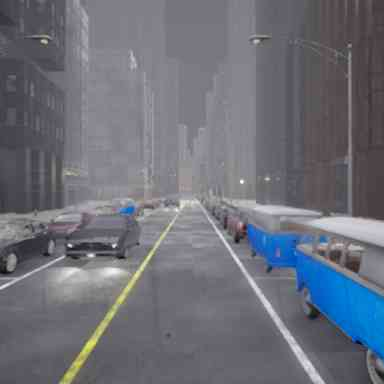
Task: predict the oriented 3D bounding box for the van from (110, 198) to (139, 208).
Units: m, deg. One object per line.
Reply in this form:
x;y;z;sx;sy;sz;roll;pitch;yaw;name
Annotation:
-5.752;1.398;27.376;1.690;1.788;3.998;0;0;0;van

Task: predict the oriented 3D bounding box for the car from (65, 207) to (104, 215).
-5.756;1.614;16.103;1.802;1.307;4.206;0;0;0;car

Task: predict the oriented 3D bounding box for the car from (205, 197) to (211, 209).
2.775;1.611;38.833;1.752;1.417;4.829;0;0;0;car

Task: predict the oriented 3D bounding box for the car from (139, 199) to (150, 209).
-5.751;1.622;33.012;2.008;1.369;4.403;0;0;0;car

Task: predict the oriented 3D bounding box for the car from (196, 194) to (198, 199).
2.791;1.840;93.699;1.802;1.307;4.206;0;0;0;car

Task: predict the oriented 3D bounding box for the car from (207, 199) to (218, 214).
2.774;1.636;33.027;1.947;1.339;4.313;0;0;0;car

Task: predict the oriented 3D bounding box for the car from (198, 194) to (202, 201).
2.784;1.483;66.846;2.192;1.841;5.009;0;0;0;car

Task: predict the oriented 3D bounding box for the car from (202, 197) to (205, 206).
2.777;1.666;44.299;1.947;1.339;4.313;0;0;0;car

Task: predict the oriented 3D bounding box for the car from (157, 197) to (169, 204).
-5.741;1.720;66.828;2.008;1.369;4.403;0;0;0;car

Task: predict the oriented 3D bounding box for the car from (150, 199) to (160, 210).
-5.748;1.646;44.284;1.887;1.381;4.507;0;0;0;car

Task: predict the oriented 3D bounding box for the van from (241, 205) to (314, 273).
2.768;1.361;10.480;1.690;1.788;3.998;0;0;0;van

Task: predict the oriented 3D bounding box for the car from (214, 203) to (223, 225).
2.771;1.609;21.753;1.947;1.339;4.313;0;0;0;car

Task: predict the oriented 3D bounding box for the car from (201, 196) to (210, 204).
2.779;1.662;49.936;1.887;1.381;4.507;0;0;0;car

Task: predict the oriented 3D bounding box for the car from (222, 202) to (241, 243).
2.769;1.471;16.116;1.967;1.590;4.097;0;0;0;car

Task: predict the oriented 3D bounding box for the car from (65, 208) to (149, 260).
-3.096;1.572;12.864;2.033;1.411;5.357;0;0;0;car

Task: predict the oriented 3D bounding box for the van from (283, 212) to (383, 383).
2.766;1.350;4.844;1.690;1.788;3.998;0;0;0;van

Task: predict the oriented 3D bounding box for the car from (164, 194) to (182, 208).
-3.063;1.345;51.228;2.150;2.045;5.566;0;0;0;car

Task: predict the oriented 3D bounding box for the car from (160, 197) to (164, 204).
-5.746;1.662;49.920;1.887;1.381;4.507;0;0;0;car

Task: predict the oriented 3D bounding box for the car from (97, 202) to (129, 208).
-5.754;1.595;21.739;2.008;1.369;4.403;0;0;0;car

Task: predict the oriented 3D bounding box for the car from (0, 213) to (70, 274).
-5.758;1.571;10.467;2.008;1.369;4.403;0;0;0;car

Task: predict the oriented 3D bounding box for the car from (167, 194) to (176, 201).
-5.734;1.573;93.683;2.192;1.841;5.009;0;0;0;car

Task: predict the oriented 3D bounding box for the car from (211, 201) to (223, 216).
2.772;1.638;27.389;1.802;1.307;4.206;0;0;0;car

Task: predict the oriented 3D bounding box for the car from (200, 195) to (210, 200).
2.780;1.660;55.742;1.752;1.417;4.829;0;0;0;car
